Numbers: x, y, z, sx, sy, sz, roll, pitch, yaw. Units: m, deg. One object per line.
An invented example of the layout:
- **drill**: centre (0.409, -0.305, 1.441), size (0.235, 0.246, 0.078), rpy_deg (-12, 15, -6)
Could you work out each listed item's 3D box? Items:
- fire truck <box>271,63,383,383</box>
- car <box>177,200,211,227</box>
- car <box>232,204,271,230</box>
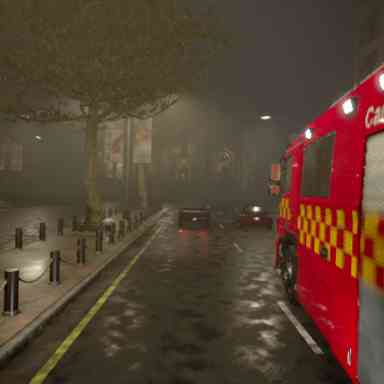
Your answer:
- **fire truck**: centre (3.068, 0.363, 3.822), size (2.891, 3.827, 8.468), rpy_deg (2, 0, 6)
- **car**: centre (0.123, 1.254, 20.542), size (2.128, 1.511, 4.902), rpy_deg (2, 0, -1)
- **car**: centre (3.605, 1.431, 20.413), size (1.994, 1.385, 4.181), rpy_deg (2, 1, 0)
